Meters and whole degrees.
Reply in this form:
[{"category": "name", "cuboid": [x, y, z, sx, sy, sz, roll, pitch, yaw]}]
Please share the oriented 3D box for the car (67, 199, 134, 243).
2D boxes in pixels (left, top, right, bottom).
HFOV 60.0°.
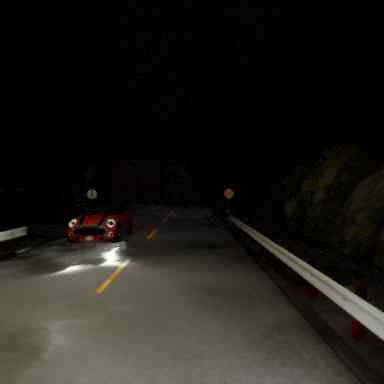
[{"category": "car", "cuboid": [-4.097, 1.255, 15.492, 2.097, 1.767, 4.553, 0, 0, 0]}]
